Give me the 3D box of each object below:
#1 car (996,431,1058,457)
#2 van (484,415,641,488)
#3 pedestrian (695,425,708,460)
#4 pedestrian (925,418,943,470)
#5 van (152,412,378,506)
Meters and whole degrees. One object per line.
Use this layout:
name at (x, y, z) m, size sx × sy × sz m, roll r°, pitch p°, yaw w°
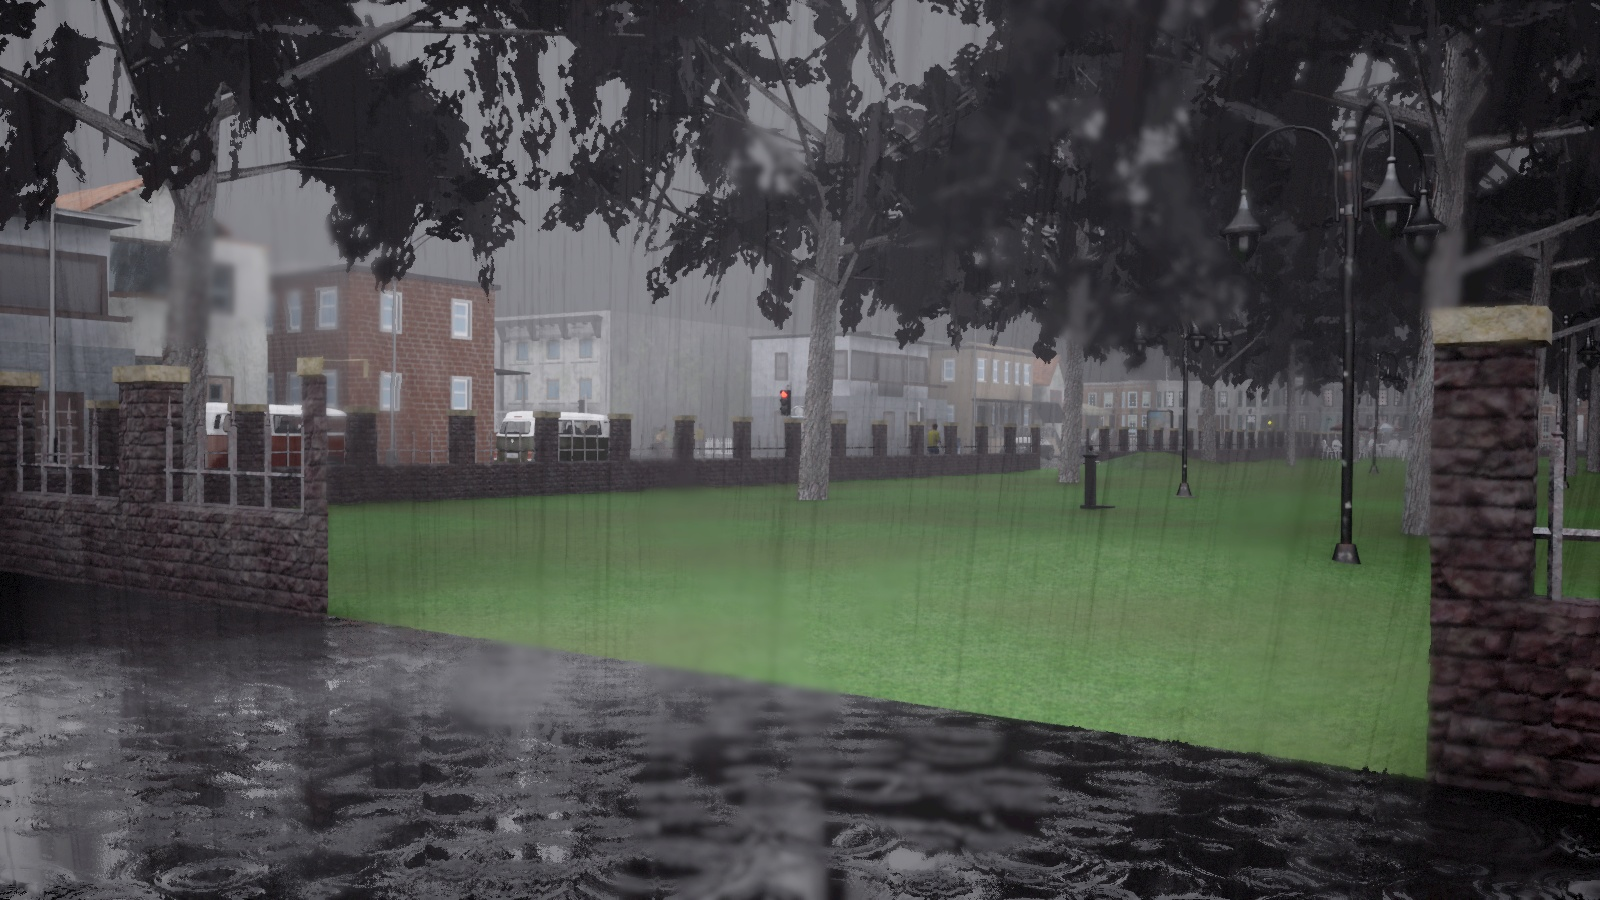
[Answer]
car at (13.397, -0.373, 73.902) m, size 1.812 × 1.442 × 4.674 m, roll 0°, pitch 1°, yaw 35°
van at (-7.002, 0.007, 37.457) m, size 2.069 × 2.038 × 4.480 m, roll 0°, pitch 1°, yaw 33°
pedestrian at (-5.225, -0.420, 66.560) m, size 0.431 × 1.840 × 0.709 m, roll -1°, pitch 1°, yaw -27°
pedestrian at (4.814, -0.219, 45.167) m, size 0.354 × 1.836 × 0.706 m, roll 0°, pitch 1°, yaw 35°
van at (-12.479, 0.164, 29.562) m, size 2.069 × 2.038 × 4.480 m, roll 0°, pitch 1°, yaw 33°
